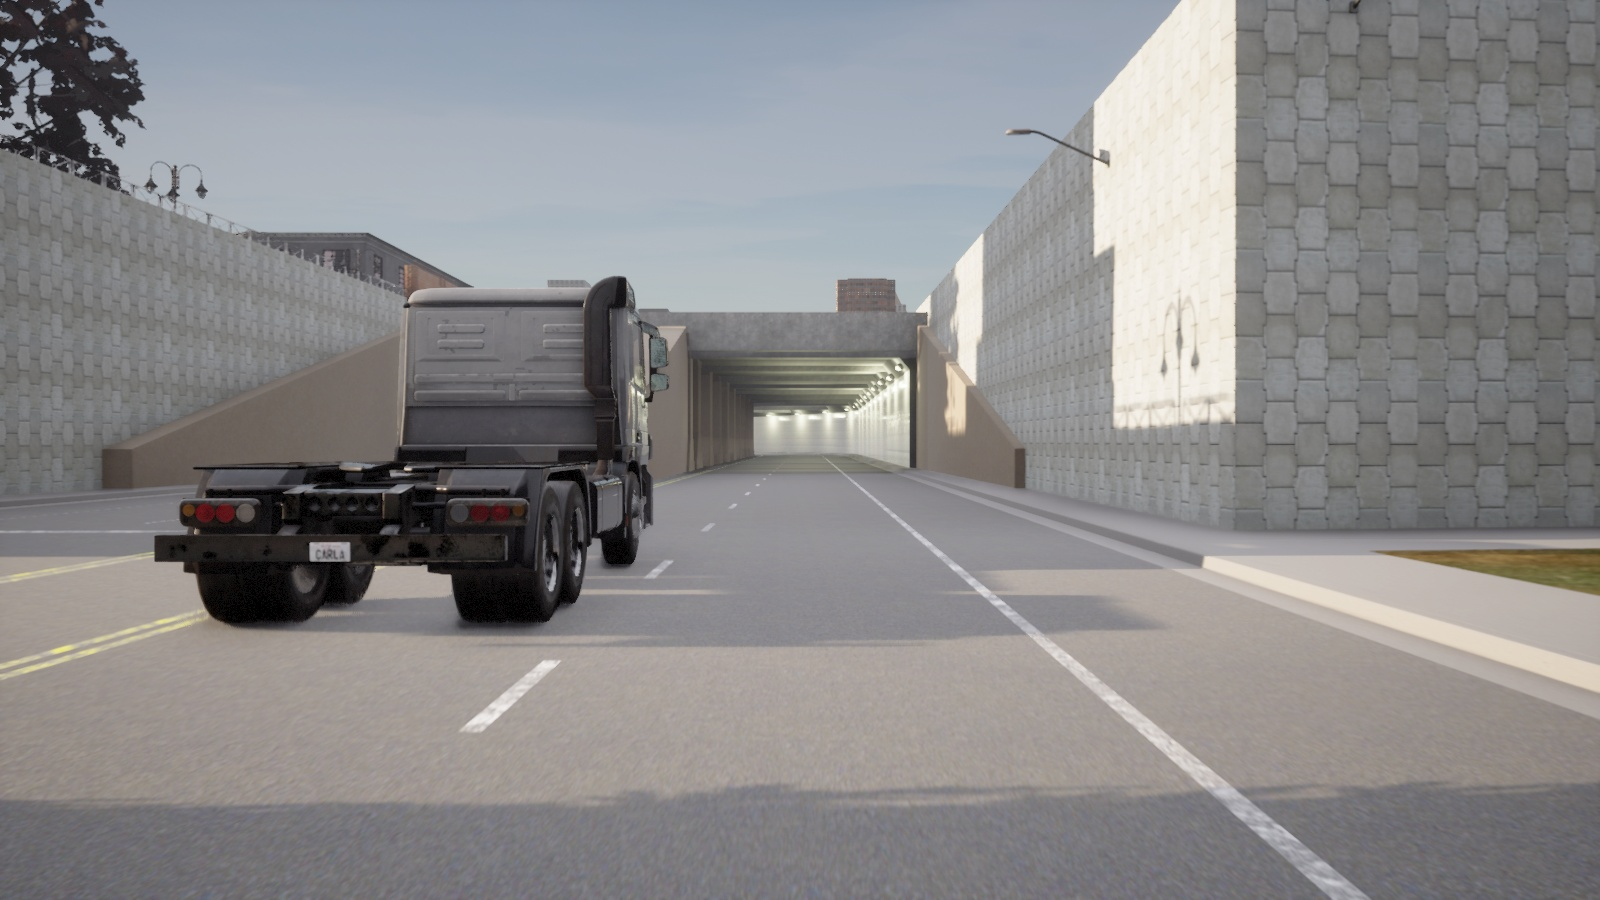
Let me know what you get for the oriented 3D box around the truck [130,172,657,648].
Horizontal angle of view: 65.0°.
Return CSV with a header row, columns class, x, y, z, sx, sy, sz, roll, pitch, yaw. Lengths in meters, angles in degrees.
class,x,y,z,sx,sy,sz,roll,pitch,yaw
truck,-3.411,-0.312,13.111,2.891,3.462,7.936,0,0,0
